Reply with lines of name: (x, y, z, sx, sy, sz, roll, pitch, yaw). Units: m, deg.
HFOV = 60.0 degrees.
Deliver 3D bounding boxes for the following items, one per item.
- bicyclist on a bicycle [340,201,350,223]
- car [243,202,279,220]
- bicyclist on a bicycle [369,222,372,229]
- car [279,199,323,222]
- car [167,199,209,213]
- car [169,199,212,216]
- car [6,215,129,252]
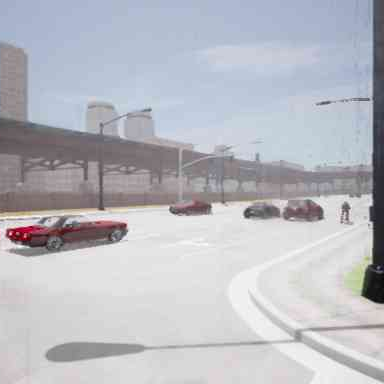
bicyclist on a bicycle: (10.848, 1.458, 23.470, 0.582, 1.620, 1.656, 0, 0, 24)
car: (6.124, 1.578, 28.892, 1.994, 1.385, 4.181, 0, 0, 36)
bicyclist on a bicycle: (10.427, 1.302, 17.908, 1.656, 1.620, 0.582, 0, 0, 12)
car: (9.103, 1.361, 27.052, 2.097, 1.767, 4.553, 0, 0, 36)
car: (-0.357, 1.574, 38.010, 2.033, 1.411, 5.357, 0, 0, 36)
car: (0.020, 1.500, 32.643, 1.882, 1.535, 5.008, 0, 0, 37)
car: (-4.990, 1.616, 14.070, 1.895, 1.301, 4.718, 0, 0, 39)
